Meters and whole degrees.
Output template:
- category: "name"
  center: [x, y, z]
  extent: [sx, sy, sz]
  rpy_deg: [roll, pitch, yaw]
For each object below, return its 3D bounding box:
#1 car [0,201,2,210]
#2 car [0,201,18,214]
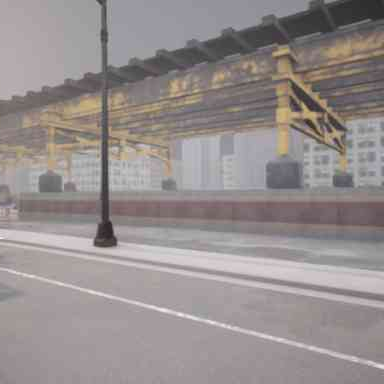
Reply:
- category: "car"
  center: [-25.759, 1.763, 41.867]
  extent: [1.853, 1.218, 4.536]
  rpy_deg: [0, 0, -11]
- category: "car"
  center: [-21.939, 1.715, 39.149]
  extent: [4.536, 1.218, 1.853]
  rpy_deg: [0, 0, -1]
